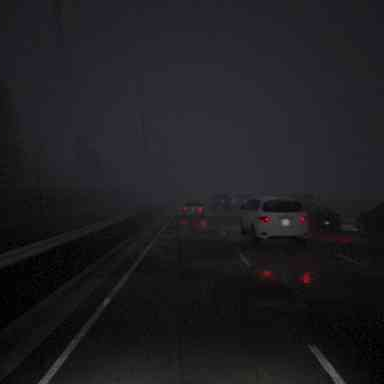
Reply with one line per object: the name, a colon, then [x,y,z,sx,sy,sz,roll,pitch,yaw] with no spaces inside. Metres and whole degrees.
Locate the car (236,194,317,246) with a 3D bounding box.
car: [3.599,1.223,15.455,2.150,2.045,5.566,0,0,0]

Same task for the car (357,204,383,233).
car: [10.596,1.354,17.435,2.097,1.767,4.553,0,0,0]

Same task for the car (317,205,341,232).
car: [7.100,1.480,19.971,1.882,1.535,5.008,0,0,0]

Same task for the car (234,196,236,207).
car: [7.090,1.227,46.671,2.150,2.045,5.566,0,0,0]

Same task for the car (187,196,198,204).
car: [0.088,1.571,65.457,1.994,1.385,4.181,0,0,0]

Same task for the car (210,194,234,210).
car: [3.590,1.226,42.439,2.150,2.045,5.566,0,0,0]

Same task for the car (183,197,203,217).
car: [0.096,1.461,31.083,1.801,1.575,5.366,0,0,0]

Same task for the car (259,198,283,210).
car: [10.589,1.553,44.946,2.033,1.411,5.357,0,0,0]

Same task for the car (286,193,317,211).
car: [14.092,1.227,43.083,2.150,2.045,5.566,0,0,0]
